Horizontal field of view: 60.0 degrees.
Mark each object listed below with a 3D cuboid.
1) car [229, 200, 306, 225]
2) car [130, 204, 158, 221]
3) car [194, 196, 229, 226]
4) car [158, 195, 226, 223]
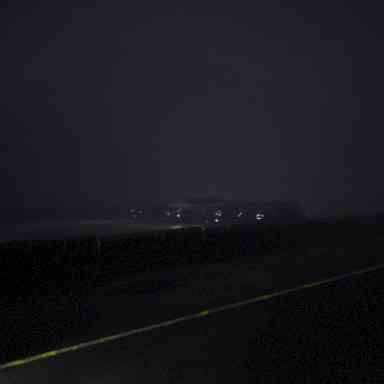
[{"bbox_3d":[4.850,1.366,20.315,4.553,1.767,2.097,0,0,-35],"label":"car"},{"bbox_3d":[-2.713,1.613,27.823,4.718,1.301,1.895,0,0,-35],"label":"car"},{"bbox_3d":[2.800,1.366,23.152,4.553,1.767,2.097,0,0,-35],"label":"car"},{"bbox_3d":[0.544,1.235,25.843,5.566,2.045,2.150,0,0,-35],"label":"car"}]
